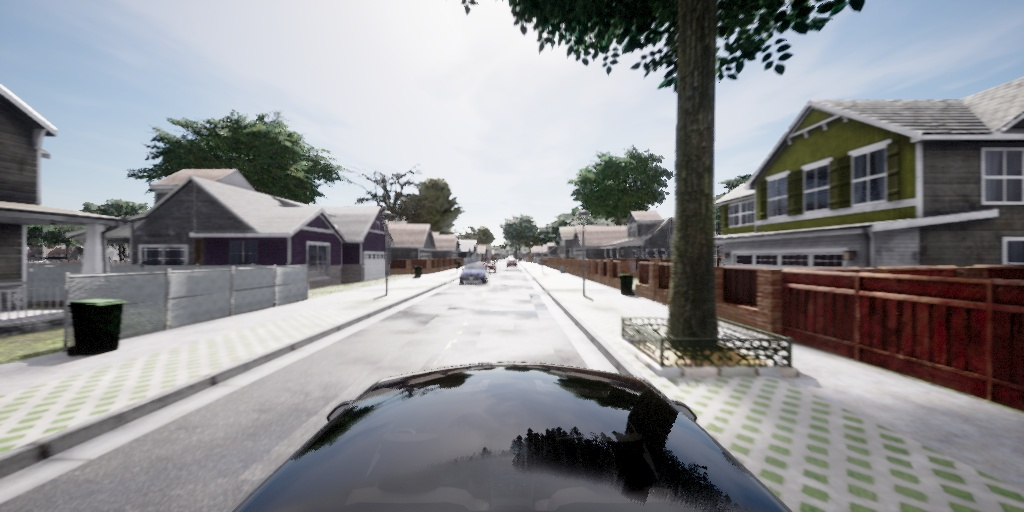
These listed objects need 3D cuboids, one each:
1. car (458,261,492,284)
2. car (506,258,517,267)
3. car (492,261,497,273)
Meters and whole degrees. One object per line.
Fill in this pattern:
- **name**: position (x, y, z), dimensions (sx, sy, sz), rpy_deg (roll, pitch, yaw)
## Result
- **car**: position (-2.765, 1.271, 26.911), dimensions (1.812, 1.442, 4.674), rpy_deg (0, 0, 0)
- **car**: position (-0.011, 1.261, 63.359), dimensions (1.895, 1.301, 4.718), rpy_deg (0, 0, 0)
- **car**: position (-2.758, 1.233, 42.764), dimensions (1.895, 1.301, 4.718), rpy_deg (0, 0, 0)
